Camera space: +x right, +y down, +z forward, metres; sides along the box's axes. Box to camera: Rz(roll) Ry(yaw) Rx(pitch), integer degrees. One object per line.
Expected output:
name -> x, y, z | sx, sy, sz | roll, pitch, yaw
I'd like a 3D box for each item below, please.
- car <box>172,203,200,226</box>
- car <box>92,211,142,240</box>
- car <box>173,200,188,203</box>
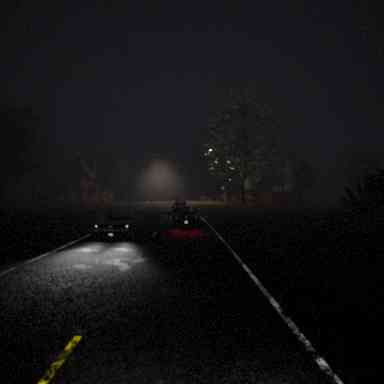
car -> -0.461, 1.712, 24.100 | 1.895, 1.301, 4.718 | 0, 0, -2
car -> -3.835, 1.689, 17.715 | 1.895, 1.301, 4.718 | 0, 0, -2
car -> -1.439, 1.741, 41.544 | 1.994, 1.385, 4.181 | 0, 0, -4
